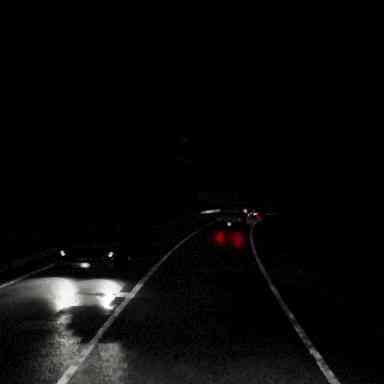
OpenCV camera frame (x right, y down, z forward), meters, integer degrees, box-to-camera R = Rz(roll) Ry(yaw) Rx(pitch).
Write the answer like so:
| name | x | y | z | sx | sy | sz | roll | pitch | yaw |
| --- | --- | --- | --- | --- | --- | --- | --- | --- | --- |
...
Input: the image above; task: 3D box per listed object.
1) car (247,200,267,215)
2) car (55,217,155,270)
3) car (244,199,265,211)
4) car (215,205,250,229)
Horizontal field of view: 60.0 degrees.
| name | x | y | z | sx | sy | sz | roll | pitch | yaw |
| --- | --- | --- | --- | --- | --- | --- | --- | --- | --- |
| car | 8.072 | 2.087 | 41.191 | 1.812 | 1.442 | 4.674 | 2 | -1 | 21 |
| car | -2.617 | 1.608 | 11.587 | 2.033 | 1.411 | 5.357 | 1 | 0 | 6 |
| car | 10.476 | 2.134 | 55.555 | 2.128 | 1.511 | 4.902 | 2 | 2 | 25 |
| car | 2.902 | 1.851 | 23.946 | 1.895 | 1.301 | 4.718 | 1 | -1 | 12 |
